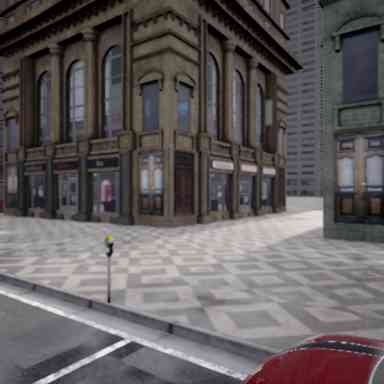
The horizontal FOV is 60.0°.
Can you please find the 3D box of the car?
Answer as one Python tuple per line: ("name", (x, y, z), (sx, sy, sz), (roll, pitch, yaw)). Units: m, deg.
("car", (1.984, 1.439, 1.552), (4.097, 1.590, 1.967), (0, 0, 35))
